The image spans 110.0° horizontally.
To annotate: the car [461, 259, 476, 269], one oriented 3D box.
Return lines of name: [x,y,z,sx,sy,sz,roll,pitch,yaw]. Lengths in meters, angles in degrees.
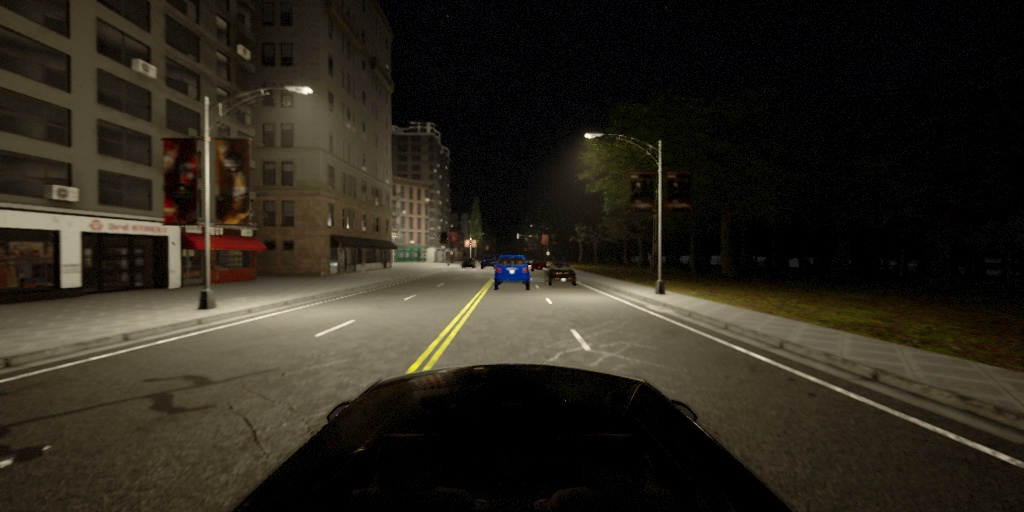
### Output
car: [-6.555,1.180,54.351,1.837,1.490,4.892,0,0,0]

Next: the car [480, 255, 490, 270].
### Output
car: [-3.321,0.901,51.976,2.150,2.045,5.566,0,0,0]

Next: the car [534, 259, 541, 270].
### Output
car: [3.342,1.167,46.154,1.882,1.535,5.008,0,0,0]

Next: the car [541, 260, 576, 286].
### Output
car: [3.292,1.229,25.166,1.837,1.490,4.892,0,1,1]

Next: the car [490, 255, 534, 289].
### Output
car: [0.017,0.950,22.784,2.150,2.045,5.566,0,1,0]
